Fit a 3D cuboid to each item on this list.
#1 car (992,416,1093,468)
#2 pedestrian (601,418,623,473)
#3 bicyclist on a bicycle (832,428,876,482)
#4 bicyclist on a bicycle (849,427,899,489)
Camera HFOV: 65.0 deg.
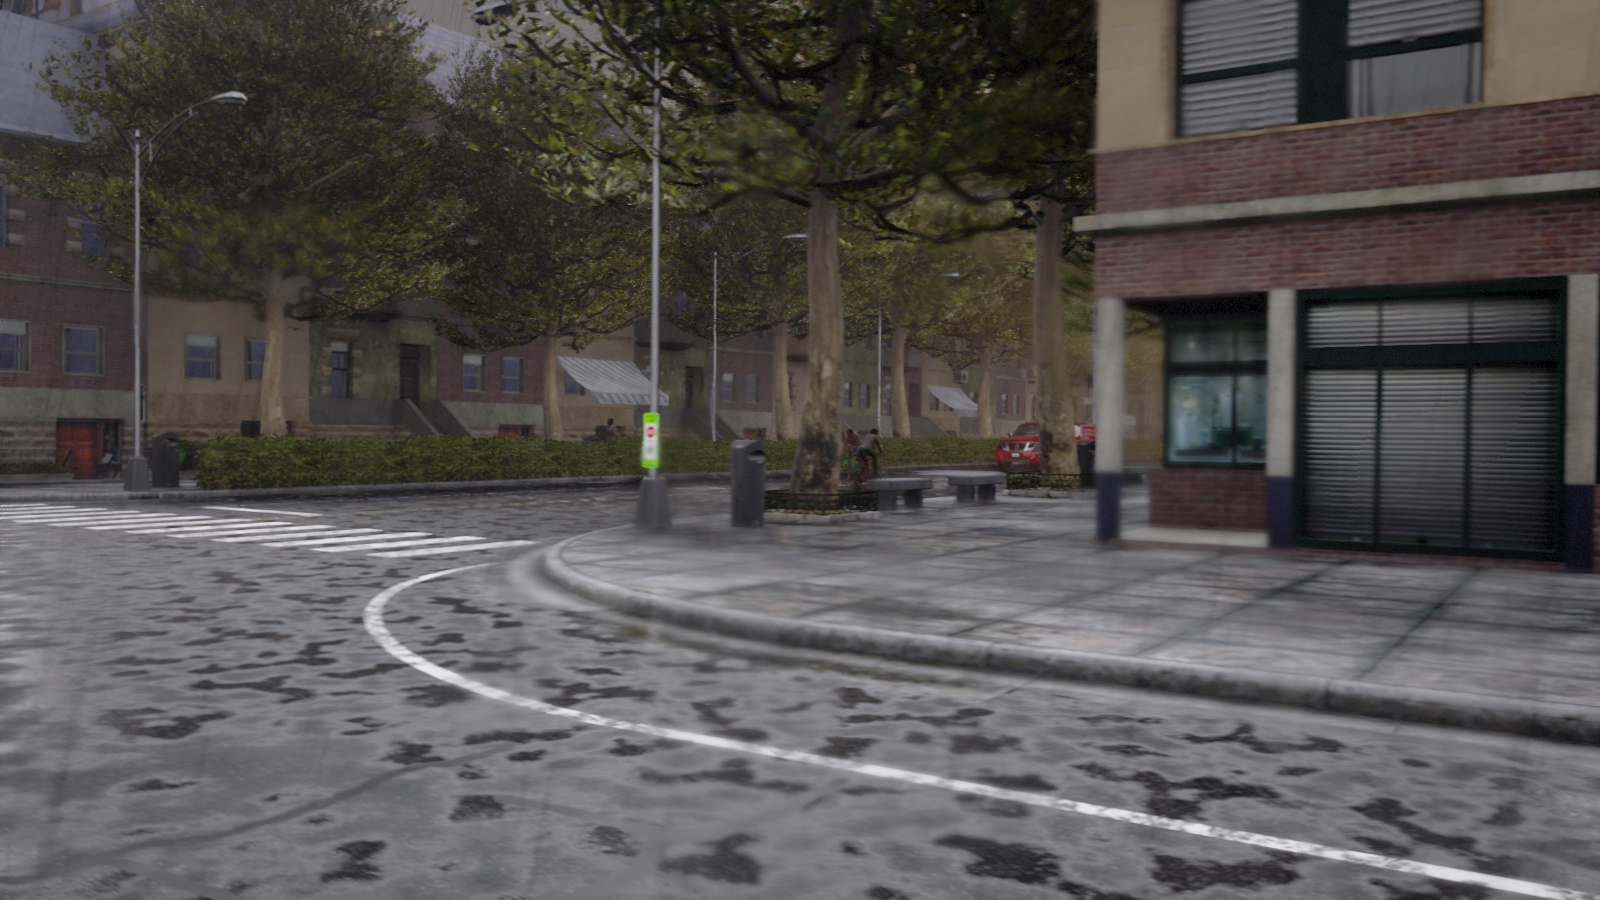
[{"bbox_3d":[10.160,-0.359,52.206,2.150,2.045,5.566,0,1,33],"label":"car"},{"bbox_3d":[-6.614,-0.162,44.222,0.396,1.930,0.692,0,1,32],"label":"pedestrian"},{"bbox_3d":[1.697,0.129,39.281,0.582,1.620,1.656,0,2,33],"label":"bicyclist on a bicycle"},{"bbox_3d":[1.971,0.208,33.363,0.582,1.620,1.656,0,0,33],"label":"bicyclist on a bicycle"}]
